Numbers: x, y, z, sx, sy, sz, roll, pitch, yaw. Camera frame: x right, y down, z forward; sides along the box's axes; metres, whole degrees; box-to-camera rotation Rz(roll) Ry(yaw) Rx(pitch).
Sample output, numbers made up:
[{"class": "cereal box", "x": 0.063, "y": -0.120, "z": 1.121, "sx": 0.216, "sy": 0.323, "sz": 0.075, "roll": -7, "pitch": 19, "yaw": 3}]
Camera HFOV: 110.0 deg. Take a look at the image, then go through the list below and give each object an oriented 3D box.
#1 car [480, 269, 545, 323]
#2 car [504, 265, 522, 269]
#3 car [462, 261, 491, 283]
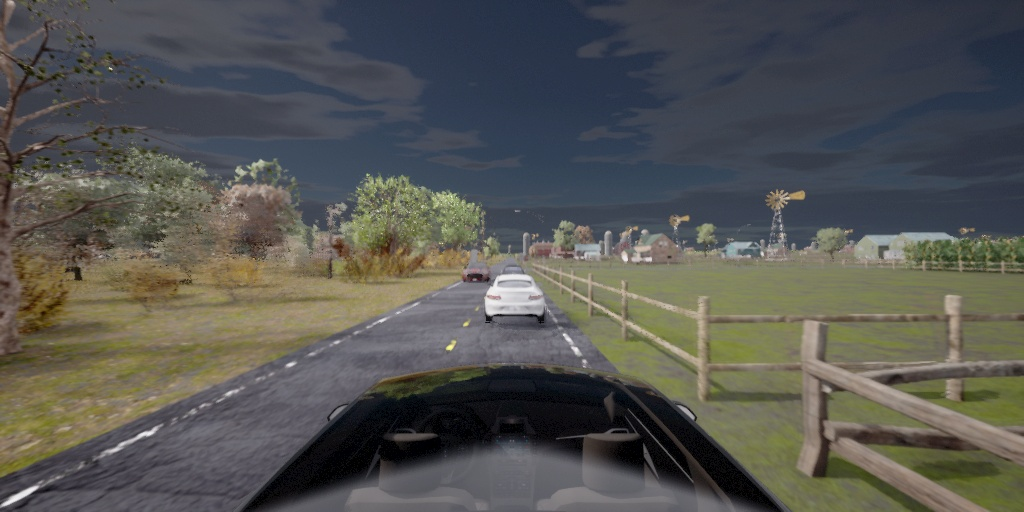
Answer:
[{"class": "car", "x": 0.091, "y": 1.333, "z": 12.307, "sx": 1.812, "sy": 1.442, "sz": 4.674, "roll": 0, "pitch": 0, "yaw": 0}, {"class": "car", "x": 0.100, "y": 1.430, "z": 28.265, "sx": 2.033, "sy": 1.411, "sz": 5.357, "roll": 0, "pitch": 0, "yaw": 0}, {"class": "car", "x": -2.841, "y": 1.241, "z": 29.637, "sx": 2.097, "sy": 1.767, "sz": 4.553, "roll": 0, "pitch": 0, "yaw": 0}]
